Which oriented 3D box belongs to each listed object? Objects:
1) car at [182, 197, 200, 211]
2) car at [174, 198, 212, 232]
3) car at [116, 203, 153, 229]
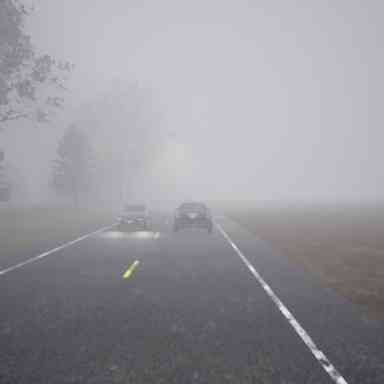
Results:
[{"bbox_3d":[-0.154,1.446,40.175,2.128,1.511,4.902,0,0,-1],"label":"car"},{"bbox_3d":[0.037,1.324,19.865,2.097,1.767,4.553,0,0,0],"label":"car"},{"bbox_3d":[-3.570,1.476,21.296,1.837,1.490,4.892,0,0,0],"label":"car"}]
